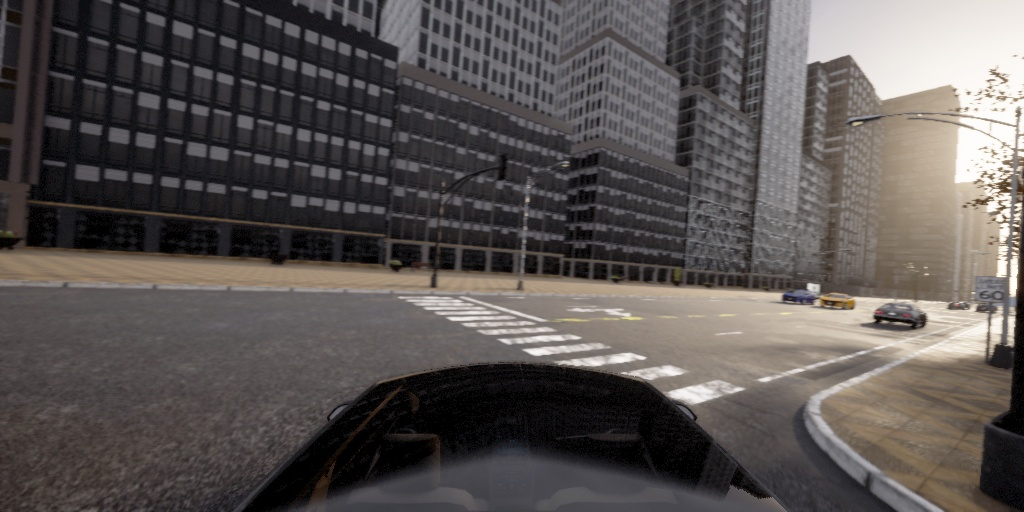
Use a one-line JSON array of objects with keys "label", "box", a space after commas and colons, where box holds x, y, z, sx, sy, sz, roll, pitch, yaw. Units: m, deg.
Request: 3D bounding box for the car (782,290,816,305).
[{"label": "car", "box": [31.421, 4.447, 39.247, 5.008, 1.535, 1.882, 5, -1, -35]}]

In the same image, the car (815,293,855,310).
[{"label": "car", "box": [33.259, 4.564, 36.569, 5.008, 1.535, 1.882, 5, -1, -35]}]

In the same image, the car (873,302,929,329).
[{"label": "car", "box": [24.751, 3.710, 22.801, 5.357, 1.411, 2.033, 5, -1, -35]}]
